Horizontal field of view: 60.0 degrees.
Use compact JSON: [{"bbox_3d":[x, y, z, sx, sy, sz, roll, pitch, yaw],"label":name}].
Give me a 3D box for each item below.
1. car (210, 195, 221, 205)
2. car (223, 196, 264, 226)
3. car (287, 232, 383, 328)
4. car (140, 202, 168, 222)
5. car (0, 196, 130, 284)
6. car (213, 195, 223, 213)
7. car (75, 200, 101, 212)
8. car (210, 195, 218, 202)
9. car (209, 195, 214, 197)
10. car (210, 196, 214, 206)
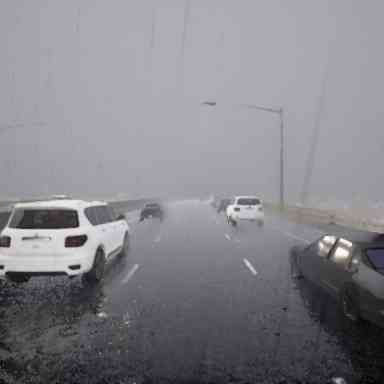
[{"bbox_3d":[5.080,1.636,72.492,2.150,2.045,5.566,0,0,2],"label":"car"},{"bbox_3d":[3.797,1.326,24.485,2.150,2.045,5.566,0,-1,1],"label":"car"},{"bbox_3d":[3.618,1.576,7.075,2.033,1.411,5.357,0,0,0],"label":"car"},{"bbox_3d":[-3.146,1.628,27.903,1.837,1.490,4.892,0,0,1],"label":"car"},{"bbox_3d":[-3.359,1.261,9.884,2.150,2.045,5.566,0,0,0],"label":"car"},{"bbox_3d":[3.986,1.543,39.681,2.097,1.767,4.553,0,0,1],"label":"car"},{"bbox_3d":[-13.499,1.775,43.351,1.994,1.385,4.181,0,0,2],"label":"car"},{"bbox_3d":[6.155,1.828,94.310,2.150,2.045,5.566,0,-1,3],"label":"car"},{"bbox_3d":[4.646,1.838,61.575,2.163,1.488,4.792,0,0,2],"label":"car"},{"bbox_3d":[4.282,1.765,50.659,2.163,1.488,4.792,0,0,2],"label":"car"}]
